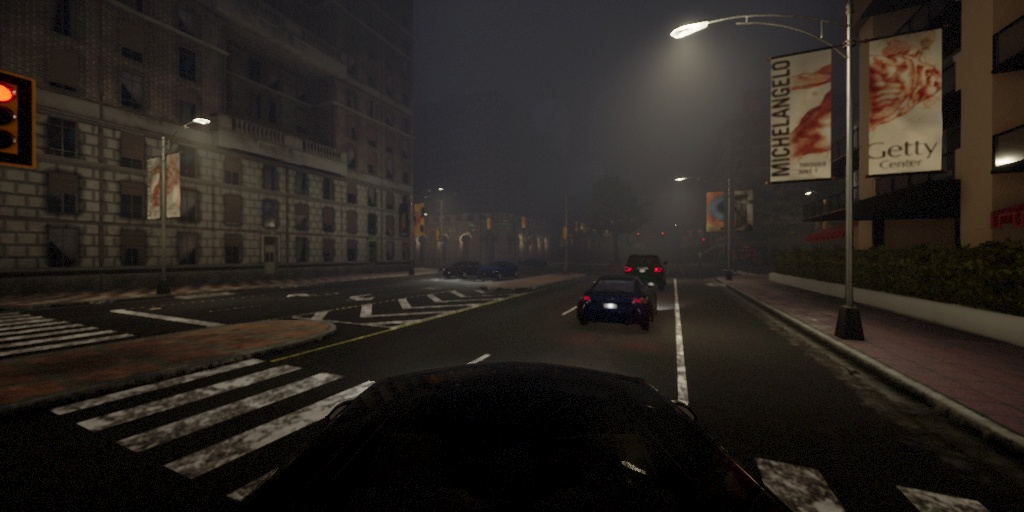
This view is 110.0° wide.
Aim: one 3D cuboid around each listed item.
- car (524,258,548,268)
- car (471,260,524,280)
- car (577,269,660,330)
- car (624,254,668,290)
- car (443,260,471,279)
[{"bbox_3d":[3.127,1.086,57.053,5.357,1.411,2.033,0,0,41],"label":"car"},{"bbox_3d":[-1.062,1.121,29.658,1.882,1.535,5.008,0,0,24],"label":"car"},{"bbox_3d":[3.404,1.277,11.219,1.994,1.385,4.181,0,0,24],"label":"car"},{"bbox_3d":[8.211,0.893,21.994,2.150,2.045,5.566,0,0,24],"label":"car"},{"bbox_3d":[-4.118,1.146,31.389,1.837,1.490,4.892,0,0,24],"label":"car"}]
